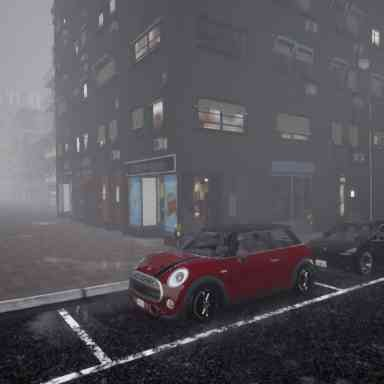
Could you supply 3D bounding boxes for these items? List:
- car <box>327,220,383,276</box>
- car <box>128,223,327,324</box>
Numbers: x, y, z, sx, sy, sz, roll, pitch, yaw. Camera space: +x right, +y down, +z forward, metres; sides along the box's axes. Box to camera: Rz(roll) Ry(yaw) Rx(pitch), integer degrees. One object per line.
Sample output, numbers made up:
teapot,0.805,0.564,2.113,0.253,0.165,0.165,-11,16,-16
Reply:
car,5.280,1.563,10.300,4.313,1.339,1.947,0,-1,-35
car,0.709,1.439,7.063,4.097,1.590,1.967,0,-1,-35
